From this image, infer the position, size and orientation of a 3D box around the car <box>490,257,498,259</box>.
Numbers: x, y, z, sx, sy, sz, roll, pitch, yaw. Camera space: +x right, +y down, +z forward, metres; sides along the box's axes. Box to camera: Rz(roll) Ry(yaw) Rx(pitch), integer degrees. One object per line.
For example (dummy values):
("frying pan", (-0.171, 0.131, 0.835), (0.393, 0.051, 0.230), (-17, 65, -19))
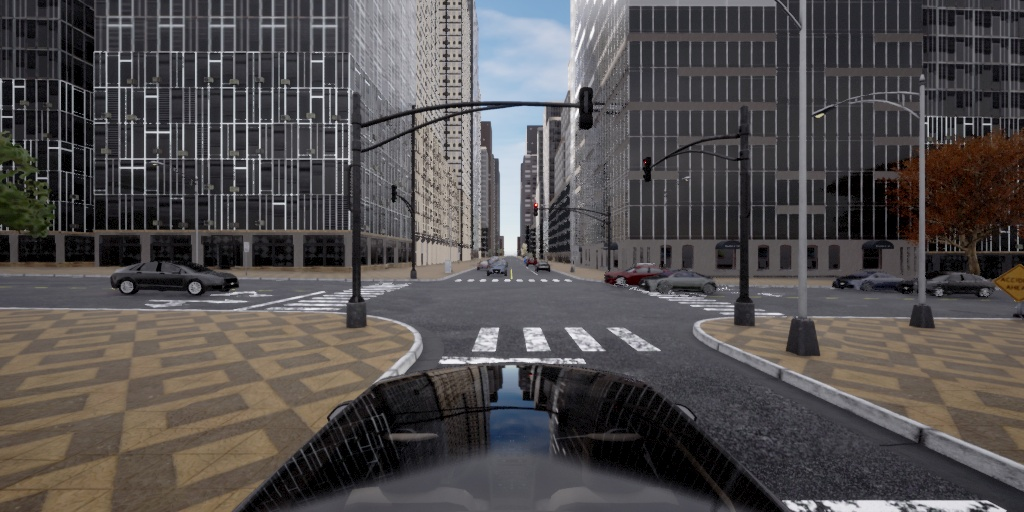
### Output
("car", (-1.563, 1.267, 47.467), (1.837, 1.490, 4.892), (0, 0, 0))

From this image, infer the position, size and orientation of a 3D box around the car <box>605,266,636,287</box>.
("car", (9.027, 1.406, 24.971), (5.008, 1.535, 1.882), (2, 0, 4))

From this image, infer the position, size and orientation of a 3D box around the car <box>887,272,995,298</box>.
("car", (26.599, 1.758, 22.097), (4.892, 1.490, 1.837), (1, 0, -3))

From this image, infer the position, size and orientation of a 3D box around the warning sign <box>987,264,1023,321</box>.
("warning sign", (17.269, 1.204, 12.200), (1.060, 1.860, 1.300), (0, 0, -3))

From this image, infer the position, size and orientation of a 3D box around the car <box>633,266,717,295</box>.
("car", (9.786, 1.515, 21.308), (4.181, 1.385, 1.994), (1, 0, -3))

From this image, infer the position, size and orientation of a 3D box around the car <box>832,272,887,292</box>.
("car", (25.207, 1.791, 25.285), (4.181, 1.385, 1.994), (1, 0, -3))

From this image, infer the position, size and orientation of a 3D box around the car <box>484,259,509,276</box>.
("car", (-1.516, 1.331, 37.060), (1.994, 1.385, 4.181), (0, 0, 0))

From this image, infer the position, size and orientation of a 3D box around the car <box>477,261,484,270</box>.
("car", (-4.053, 1.343, 51.484), (1.802, 1.307, 4.207), (0, 0, 0))

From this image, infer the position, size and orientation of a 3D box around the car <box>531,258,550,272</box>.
("car", (3.903, 1.329, 45.995), (1.948, 1.339, 4.313), (0, 0, 0))

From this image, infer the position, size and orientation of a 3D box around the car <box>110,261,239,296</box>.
("car", (-15.514, 0.995, 16.668), (4.892, 1.490, 1.837), (1, 0, -3))
